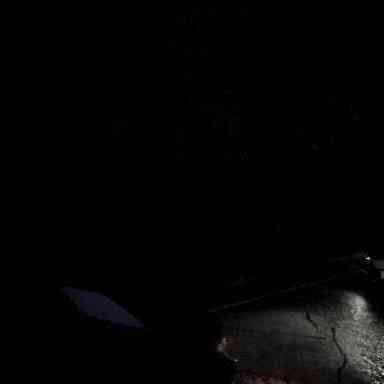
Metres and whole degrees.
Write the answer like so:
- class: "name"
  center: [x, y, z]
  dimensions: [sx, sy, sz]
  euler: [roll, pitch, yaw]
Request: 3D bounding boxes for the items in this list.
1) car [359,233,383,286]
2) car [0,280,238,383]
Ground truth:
- class: "car"
  center: [6.092, 1.455, 8.293]
  dimensions: [4.902, 1.511, 2.128]
  euler: [-1, 0, -35]
- class: "car"
  center: [-2.121, 1.544, 2.506]
  dimensions: [5.357, 1.411, 2.033]
  euler: [0, 0, -35]
